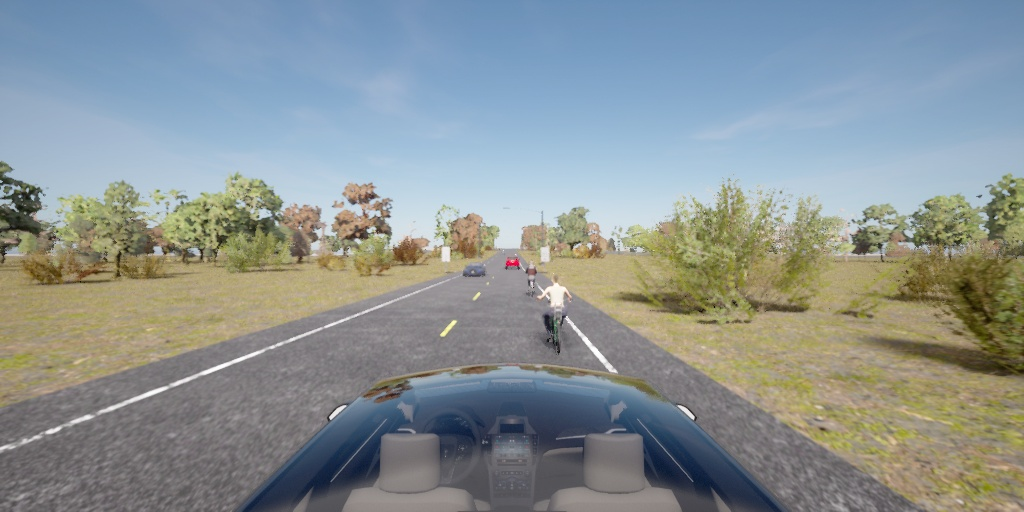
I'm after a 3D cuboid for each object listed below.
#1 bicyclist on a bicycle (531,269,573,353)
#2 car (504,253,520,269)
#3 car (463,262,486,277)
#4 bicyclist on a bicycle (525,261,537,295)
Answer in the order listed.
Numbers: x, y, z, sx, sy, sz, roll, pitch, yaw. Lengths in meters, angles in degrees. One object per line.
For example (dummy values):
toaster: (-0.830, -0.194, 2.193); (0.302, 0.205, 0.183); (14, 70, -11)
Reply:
bicyclist on a bicycle: (0.946, 1.186, 7.828); (0.866, 1.612, 1.509); (0, 0, 0)
car: (0.095, 0.938, 57.065); (2.150, 2.045, 5.566); (0, 1, 0)
car: (-3.601, 1.314, 35.049); (1.994, 1.385, 4.181); (0, 0, 0)
bicyclist on a bicycle: (0.962, 1.120, 17.993); (0.659, 1.776, 1.843); (0, 0, 0)
